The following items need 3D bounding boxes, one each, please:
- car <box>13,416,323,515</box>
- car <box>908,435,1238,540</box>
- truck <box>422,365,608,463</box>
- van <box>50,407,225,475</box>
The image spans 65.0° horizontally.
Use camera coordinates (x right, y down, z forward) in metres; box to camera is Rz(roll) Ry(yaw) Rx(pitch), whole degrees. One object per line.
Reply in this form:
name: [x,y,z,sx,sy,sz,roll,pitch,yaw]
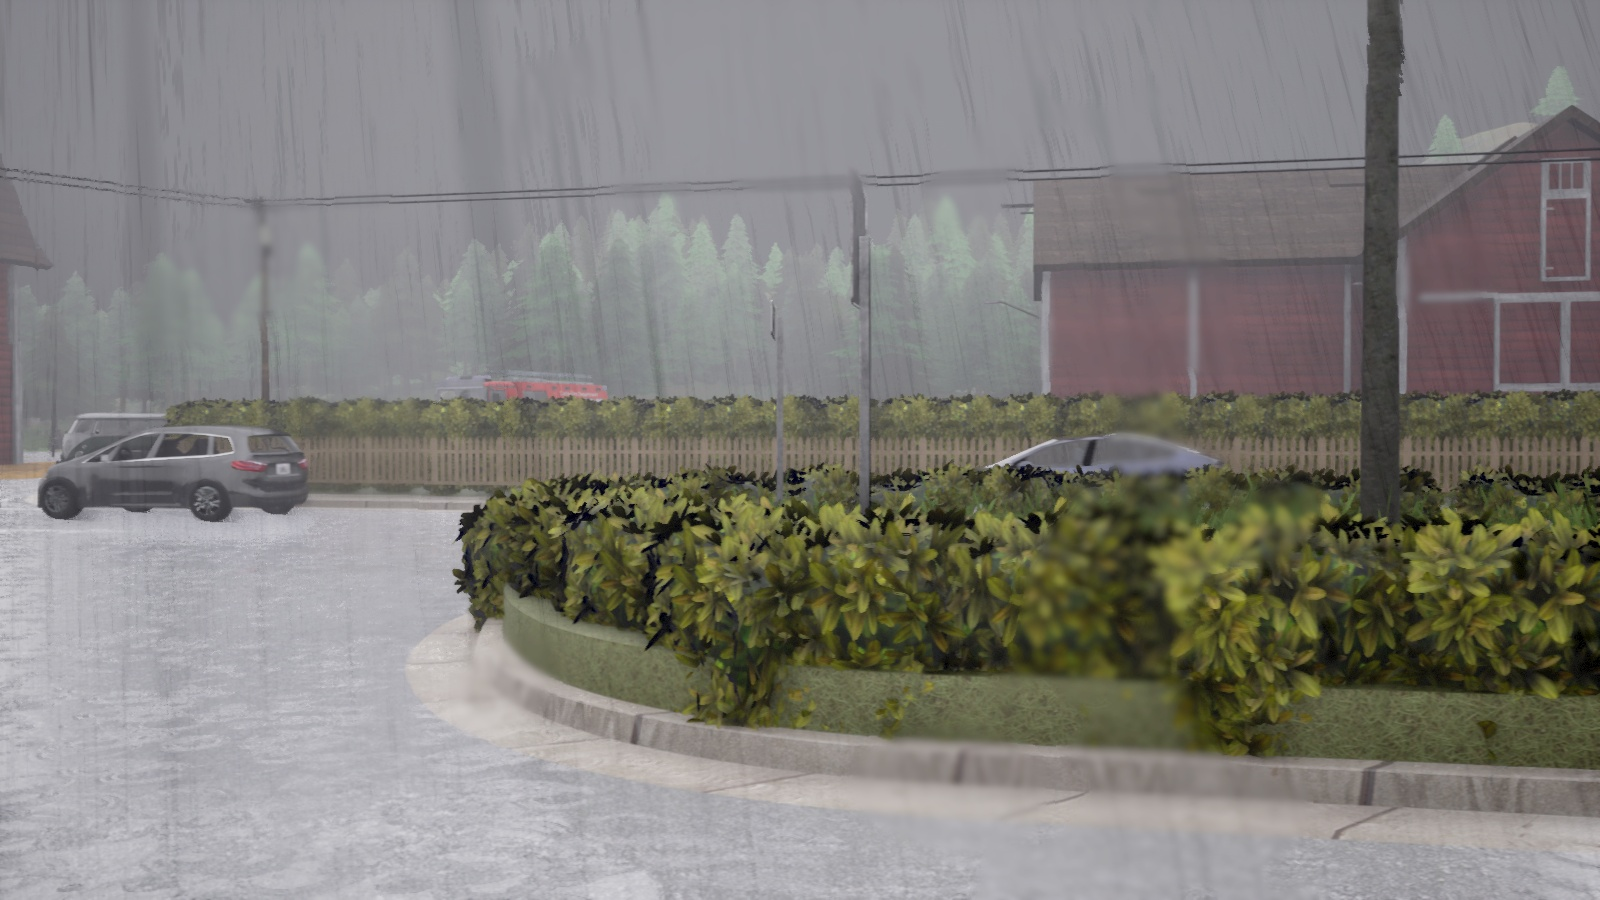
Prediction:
car: [-11.362,0.233,22.744,4.611,1.667,2.242,1,1,11]
car: [4.212,0.532,19.756,4.792,1.488,2.163,1,1,11]
truck: [-11.841,-1.468,53.175,2.891,3.827,8.468,1,1,27]
van: [-20.332,-0.299,38.723,1.775,1.987,4.442,1,1,34]
